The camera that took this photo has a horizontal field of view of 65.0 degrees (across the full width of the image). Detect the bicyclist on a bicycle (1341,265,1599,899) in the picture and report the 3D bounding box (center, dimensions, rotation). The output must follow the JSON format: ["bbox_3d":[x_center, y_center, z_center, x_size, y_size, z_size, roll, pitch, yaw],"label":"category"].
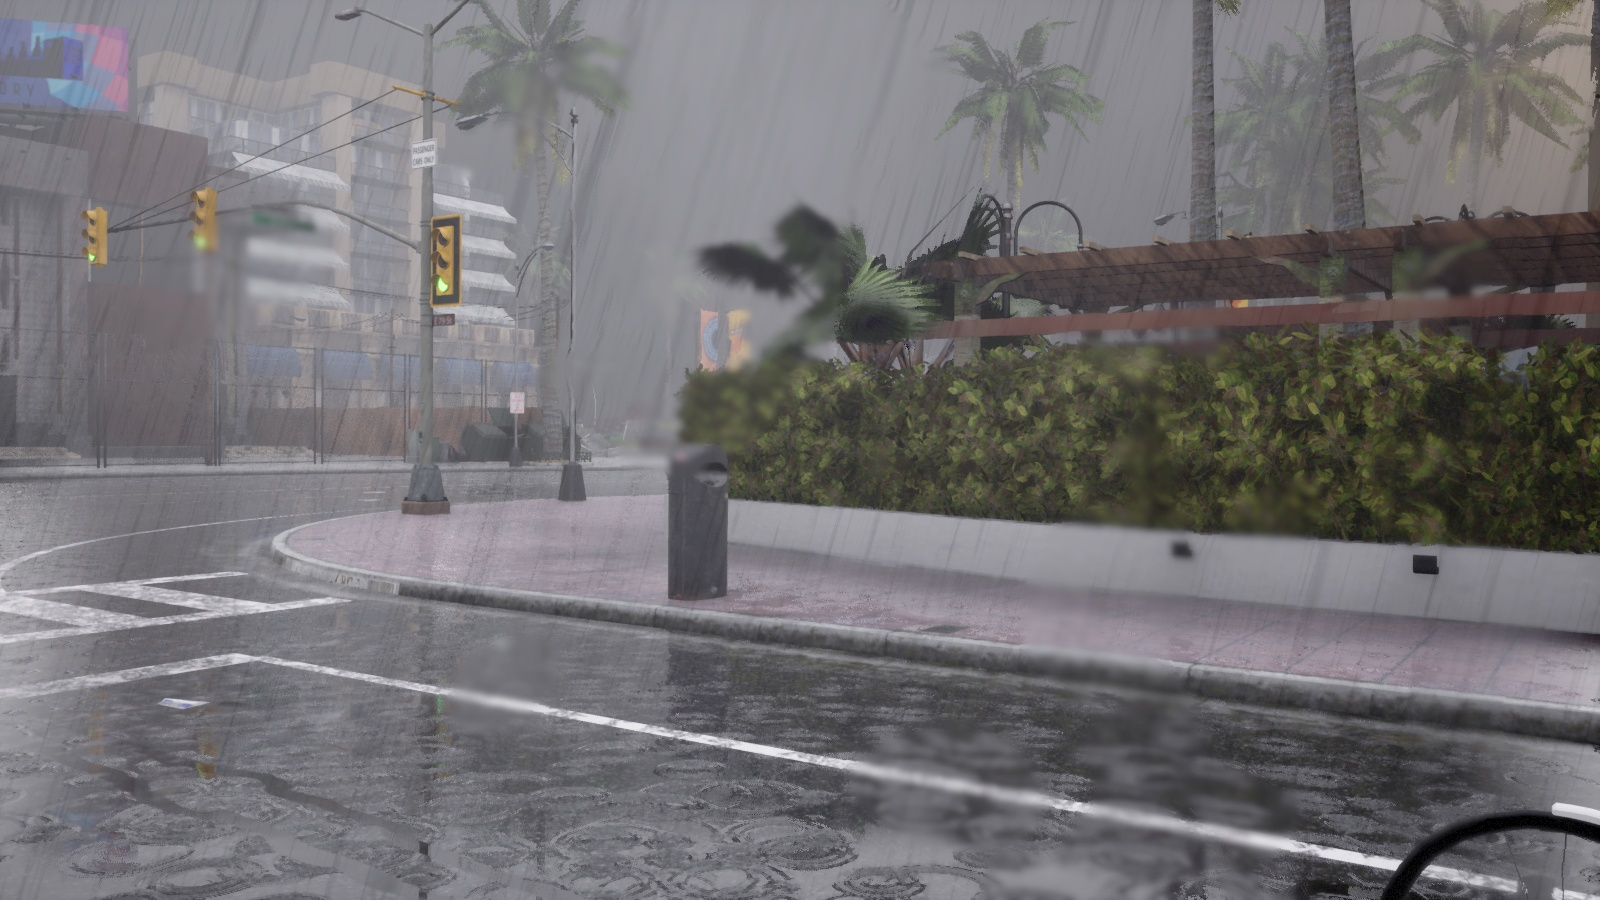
[{"bbox_3d":[2.029,0.553,2.267,1.843,1.776,0.659,0,1,34],"label":"bicyclist on a bicycle"}]
